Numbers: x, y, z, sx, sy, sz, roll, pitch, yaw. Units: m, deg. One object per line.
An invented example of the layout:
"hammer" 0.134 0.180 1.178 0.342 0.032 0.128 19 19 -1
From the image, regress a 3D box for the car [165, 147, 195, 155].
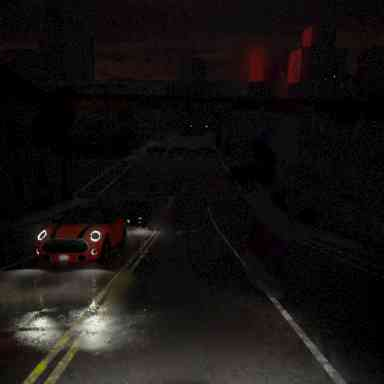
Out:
"car" -2.576 -8.616 69.720 4.974 1.542 2.038 -9 16 -36

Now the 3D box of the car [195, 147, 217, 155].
"car" 2.790 -8.706 70.507 4.974 1.542 2.038 8 15 28

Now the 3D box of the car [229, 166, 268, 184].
"car" 7.483 -2.286 42.621 5.566 2.045 2.150 -2 14 -13

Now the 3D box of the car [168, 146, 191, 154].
"car" -2.532 -8.775 69.714 4.536 1.218 1.853 -9 16 -36

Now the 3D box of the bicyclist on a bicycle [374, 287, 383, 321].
"bicyclist on a bicycle" 3.956 1.468 5.698 1.656 1.620 0.582 0 1 3

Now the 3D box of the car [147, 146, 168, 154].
"car" -7.219 -8.854 69.691 4.536 1.218 1.853 13 18 42

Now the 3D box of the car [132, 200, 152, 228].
"car" -3.730 1.366 21.754 1.837 1.490 4.892 1 2 0

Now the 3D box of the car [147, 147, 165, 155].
"car" -7.184 -8.691 69.693 4.974 1.542 2.038 13 18 42

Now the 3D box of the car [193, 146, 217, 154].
"car" 2.747 -8.865 70.495 4.536 1.218 1.853 8 15 28

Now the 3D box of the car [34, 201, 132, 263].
"car" -3.688 1.312 11.781 2.097 1.767 4.553 1 0 -1
